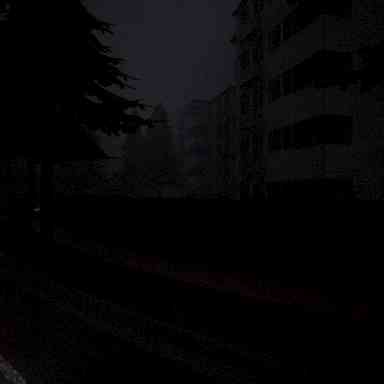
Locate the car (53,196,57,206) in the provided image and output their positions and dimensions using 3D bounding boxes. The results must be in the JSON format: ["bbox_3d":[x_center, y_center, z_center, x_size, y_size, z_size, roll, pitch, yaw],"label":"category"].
[{"bbox_3d":[-19.145,1.352,49.160,2.097,1.767,4.553,0,0,16],"label":"car"}]

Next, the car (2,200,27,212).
[{"bbox_3d":[-20.175,1.564,38.800,1.994,1.385,4.181,0,0,2],"label":"car"}]
